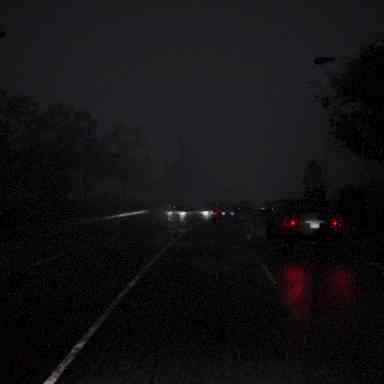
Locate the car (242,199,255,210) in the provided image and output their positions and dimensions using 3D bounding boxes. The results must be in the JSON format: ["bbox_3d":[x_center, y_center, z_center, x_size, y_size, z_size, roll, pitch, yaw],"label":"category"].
[{"bbox_3d":[6.866,1.587,42.401,1.994,1.385,4.181,0,0,17],"label":"car"}]

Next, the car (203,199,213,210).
[{"bbox_3d":[2.861,1.608,42.066,1.895,1.301,4.718,0,0,17],"label":"car"}]

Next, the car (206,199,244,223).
[{"bbox_3d":[2.673,1.557,25.754,2.033,1.411,5.357,0,0,11],"label":"car"}]

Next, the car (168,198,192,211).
[{"bbox_3d":[-1.332,1.497,40.101,1.837,1.490,4.892,0,0,16],"label":"car"}]

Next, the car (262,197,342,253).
[{"bbox_3d":[4.472,1.237,14.005,2.150,2.045,5.566,0,0,6],"label":"car"}]
